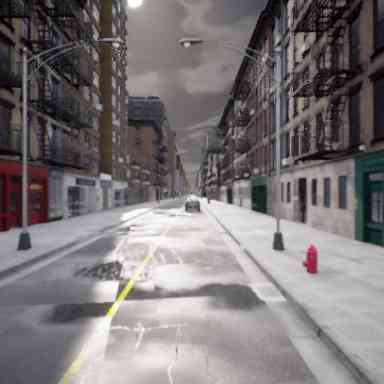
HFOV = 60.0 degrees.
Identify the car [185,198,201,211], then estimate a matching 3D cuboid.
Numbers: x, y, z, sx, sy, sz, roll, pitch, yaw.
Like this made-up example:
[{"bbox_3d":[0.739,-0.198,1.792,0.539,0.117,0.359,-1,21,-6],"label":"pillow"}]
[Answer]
[{"bbox_3d":[0.105,1.565,42.565,2.128,1.511,4.902,0,0,0],"label":"car"}]
